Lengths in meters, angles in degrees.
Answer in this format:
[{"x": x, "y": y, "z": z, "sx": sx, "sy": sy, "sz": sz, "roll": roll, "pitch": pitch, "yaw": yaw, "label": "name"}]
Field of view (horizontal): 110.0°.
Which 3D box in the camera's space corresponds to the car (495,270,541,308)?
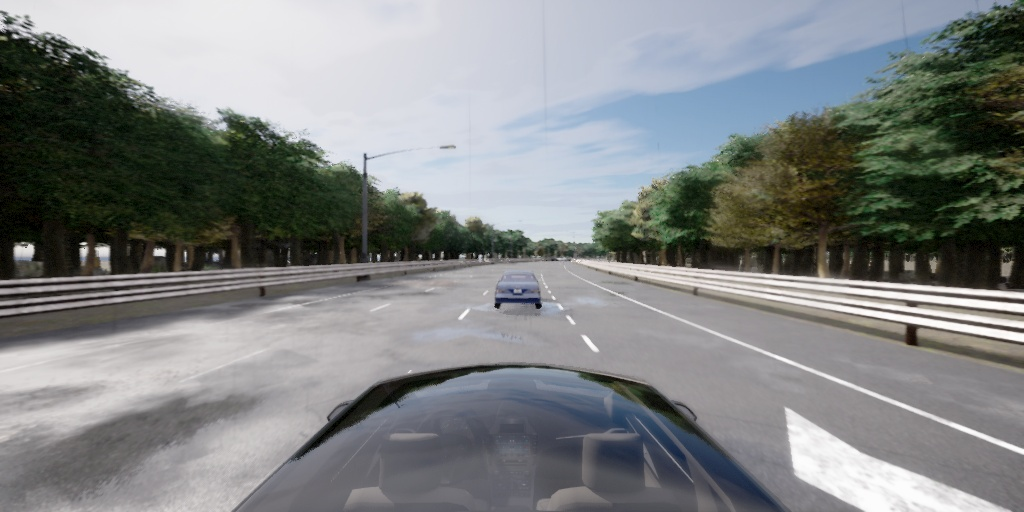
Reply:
[{"x": 0.276, "y": 1.309, "z": 15.376, "sx": 2.033, "sy": 1.411, "sz": 5.357, "roll": 0, "pitch": 0, "yaw": 2, "label": "car"}]
